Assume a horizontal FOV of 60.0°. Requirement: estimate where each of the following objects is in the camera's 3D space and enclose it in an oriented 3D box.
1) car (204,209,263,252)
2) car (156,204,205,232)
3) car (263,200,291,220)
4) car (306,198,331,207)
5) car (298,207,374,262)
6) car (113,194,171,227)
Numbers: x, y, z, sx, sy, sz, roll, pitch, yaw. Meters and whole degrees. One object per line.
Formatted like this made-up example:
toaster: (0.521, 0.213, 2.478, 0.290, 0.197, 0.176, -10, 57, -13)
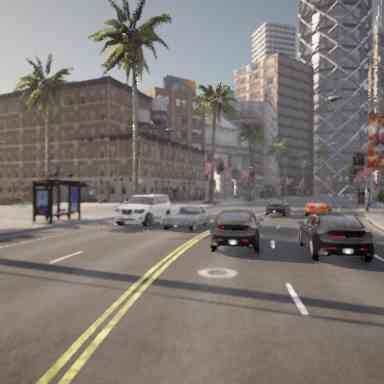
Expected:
car: (1.905, 1.493, 13.904, 1.837, 1.490, 4.892, 0, 0, 12)
car: (-0.271, 1.566, 20.297, 1.895, 1.301, 4.718, 0, 0, 17)
car: (8.348, 1.499, 32.089, 1.837, 1.490, 4.892, 0, 0, 24)
car: (12.294, 1.368, 32.341, 2.097, 1.767, 4.553, 0, 0, 24)
car: (5.137, 1.513, 12.309, 1.837, 1.490, 4.892, 0, 0, 11)
car: (-3.160, 1.168, 22.720, 2.150, 2.045, 5.566, 0, 0, 18)
